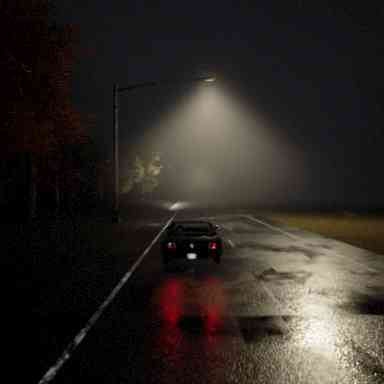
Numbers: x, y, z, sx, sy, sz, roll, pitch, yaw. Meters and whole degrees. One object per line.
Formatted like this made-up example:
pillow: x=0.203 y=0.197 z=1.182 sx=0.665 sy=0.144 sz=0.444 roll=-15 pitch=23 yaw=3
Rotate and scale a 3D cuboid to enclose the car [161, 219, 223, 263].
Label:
car: x=0.001 y=1.634 z=12.147 sx=1.895 sy=1.301 sz=4.718 roll=0 pitch=0 yaw=0
